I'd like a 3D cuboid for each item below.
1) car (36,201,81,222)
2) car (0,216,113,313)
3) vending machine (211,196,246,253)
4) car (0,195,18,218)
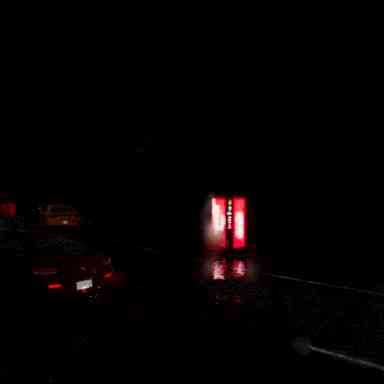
[{"bbox_3d":[-7.982,1.478,19.937,1.882,1.535,5.008,0,0,-29],"label":"car"},{"bbox_3d":[-3.576,1.525,7.722,1.812,1.442,4.674,0,0,-44],"label":"car"},{"bbox_3d":[1.423,1.195,12.958,1.100,2.100,0.880,0,0,-43],"label":"vending machine"},{"bbox_3d":[-14.637,1.221,25.262,2.150,2.045,5.566,0,0,-26],"label":"car"}]
